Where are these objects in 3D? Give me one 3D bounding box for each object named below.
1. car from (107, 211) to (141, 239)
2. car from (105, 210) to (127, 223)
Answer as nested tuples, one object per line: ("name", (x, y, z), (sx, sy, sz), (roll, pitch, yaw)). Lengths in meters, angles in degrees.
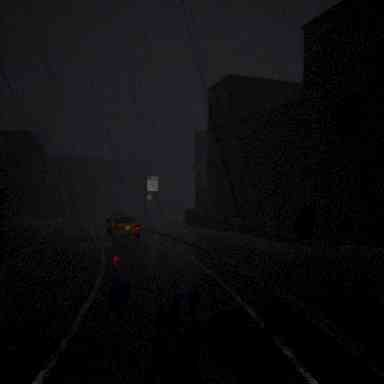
("car", (-4.724, 2.257, 22.680), (1.801, 1.575, 5.366), (0, -2, -18))
("car", (-9.416, 3.049, 41.448), (2.033, 1.411, 5.357), (0, -2, -6))
